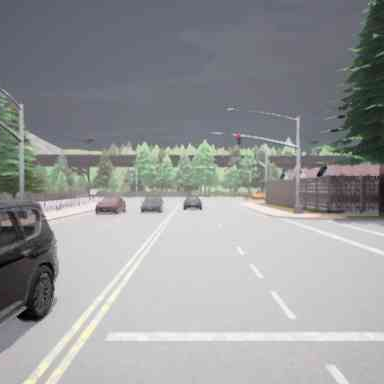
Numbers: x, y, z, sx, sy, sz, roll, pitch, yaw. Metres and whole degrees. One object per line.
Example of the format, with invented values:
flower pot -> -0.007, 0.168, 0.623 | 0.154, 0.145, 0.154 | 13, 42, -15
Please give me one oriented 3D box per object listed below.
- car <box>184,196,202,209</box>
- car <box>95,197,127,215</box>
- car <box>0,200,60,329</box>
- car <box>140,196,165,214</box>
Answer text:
car -> 0.079, 1.162, 37.068 | 1.994, 1.385, 4.181 | 0, 1, 0
car -> -7.108, 1.158, 29.523 | 1.882, 1.535, 5.008 | 0, 1, 0
car -> -3.603, 1.175, 4.164 | 2.150, 2.045, 5.566 | 0, 1, 0
car -> -3.607, 1.169, 30.890 | 1.837, 1.490, 4.892 | 0, 1, 0
